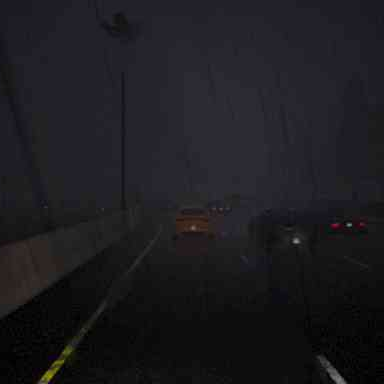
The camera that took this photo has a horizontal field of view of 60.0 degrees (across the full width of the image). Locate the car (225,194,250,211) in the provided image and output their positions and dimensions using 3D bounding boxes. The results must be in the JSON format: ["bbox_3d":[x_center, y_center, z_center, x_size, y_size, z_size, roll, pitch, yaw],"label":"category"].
[{"bbox_3d":[4.715,1.192,37.155,2.150,2.045,5.566,0,0,-11],"label":"car"}]

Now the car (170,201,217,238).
[{"bbox_3d":[-0.030,1.464,17.474,1.882,1.535,5.008,0,0,-2],"label":"car"}]

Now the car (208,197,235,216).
[{"bbox_3d":[2.155,1.522,31.847,2.033,1.411,5.357,0,0,-9],"label":"car"}]

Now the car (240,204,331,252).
[{"bbox_3d":[3.567,1.479,13.817,2.128,1.511,4.902,0,0,-1],"label":"car"}]

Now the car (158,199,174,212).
[{"bbox_3d":[-2.786,1.533,38.464,1.994,1.385,4.181,0,0,-13],"label":"car"}]

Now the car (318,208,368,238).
[{"bbox_3d":[6.987,1.534,17.488,2.033,1.411,5.357,0,0,-2],"label":"car"}]
